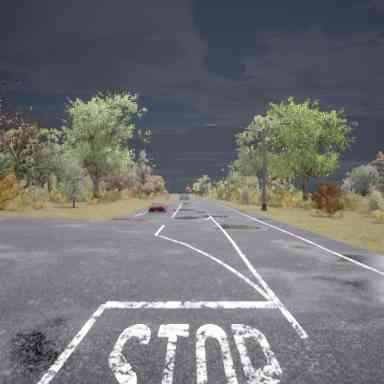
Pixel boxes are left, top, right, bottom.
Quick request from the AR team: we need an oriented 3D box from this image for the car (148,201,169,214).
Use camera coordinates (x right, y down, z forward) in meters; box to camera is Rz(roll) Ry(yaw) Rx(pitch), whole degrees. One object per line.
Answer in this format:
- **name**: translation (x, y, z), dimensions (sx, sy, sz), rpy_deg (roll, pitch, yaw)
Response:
- **car**: translation (-3.526, 1.630, 35.323), dimensions (1.895, 1.301, 4.718), rpy_deg (0, 0, 0)

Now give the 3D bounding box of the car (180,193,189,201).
- **car**: translation (-2.070, 1.322, 92.118), dimensions (2.150, 2.045, 5.566), rpy_deg (0, 0, 6)
